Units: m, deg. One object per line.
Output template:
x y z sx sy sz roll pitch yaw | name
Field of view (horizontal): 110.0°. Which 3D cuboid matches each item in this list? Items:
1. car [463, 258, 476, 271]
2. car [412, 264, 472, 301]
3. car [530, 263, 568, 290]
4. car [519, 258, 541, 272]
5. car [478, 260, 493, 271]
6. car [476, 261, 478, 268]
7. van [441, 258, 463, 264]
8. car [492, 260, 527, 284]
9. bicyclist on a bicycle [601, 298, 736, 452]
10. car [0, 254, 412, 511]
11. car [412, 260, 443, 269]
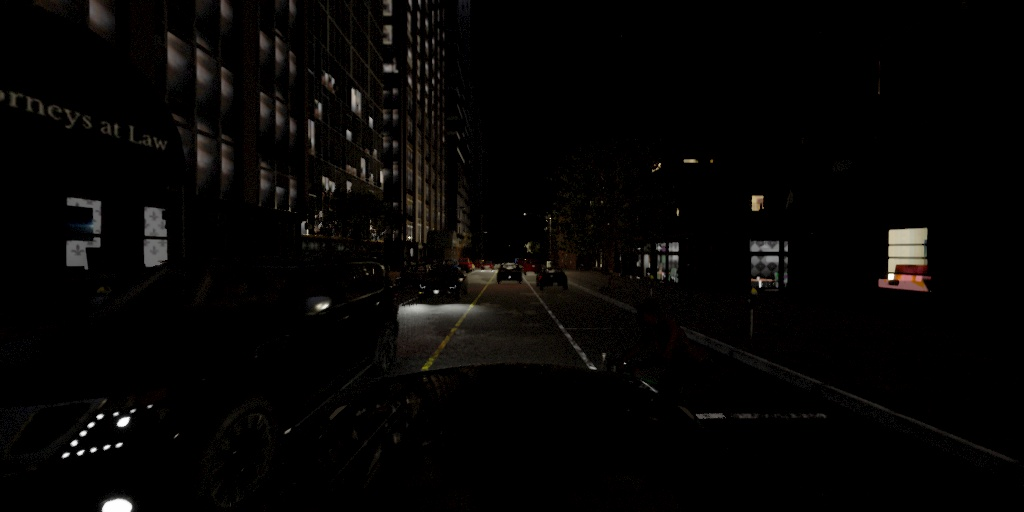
-6.181 1.194 45.581 2.192 1.841 5.009 0 0 -1 | car
-3.263 1.303 17.738 1.837 1.490 4.892 0 0 -1 | car
2.469 1.382 22.794 2.007 1.370 4.403 0 0 -1 | car
2.261 1.202 40.132 2.192 1.841 5.009 0 0 -1 | car
-3.678 1.441 54.414 1.812 1.442 4.674 0 0 -1 | car
-6.242 1.423 50.946 1.751 1.417 4.829 0 0 -1 | car
-6.057 1.185 34.513 1.690 1.789 3.998 0 0 -1 | van
-0.193 1.332 28.276 2.128 1.511 4.902 0 0 -1 | car
1.418 1.252 3.500 1.656 1.620 0.582 5 0 -2 | bicyclist on a bicycle
-3.124 0.977 4.494 2.150 2.045 5.566 0 0 -1 | car
-5.935 1.246 22.716 1.967 1.591 4.097 0 0 -1 | car
